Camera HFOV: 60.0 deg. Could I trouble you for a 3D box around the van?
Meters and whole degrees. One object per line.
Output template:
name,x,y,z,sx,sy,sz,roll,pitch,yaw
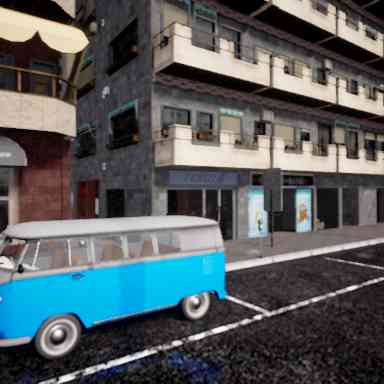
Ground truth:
van,-1.272,1.341,5.664,3.998,1.788,1.690,0,0,-36
